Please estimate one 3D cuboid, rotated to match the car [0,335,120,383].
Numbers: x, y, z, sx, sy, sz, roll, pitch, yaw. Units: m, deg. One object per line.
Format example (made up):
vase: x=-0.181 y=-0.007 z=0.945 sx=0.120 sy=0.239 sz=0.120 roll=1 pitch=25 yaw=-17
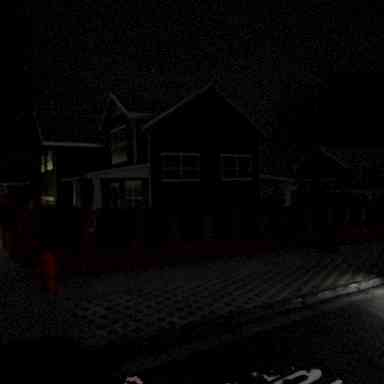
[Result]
car: x=-2.718 y=1.528 z=1.019 sx=5.357 sy=1.411 sz=2.033 roll=1 pitch=0 yaw=-36
